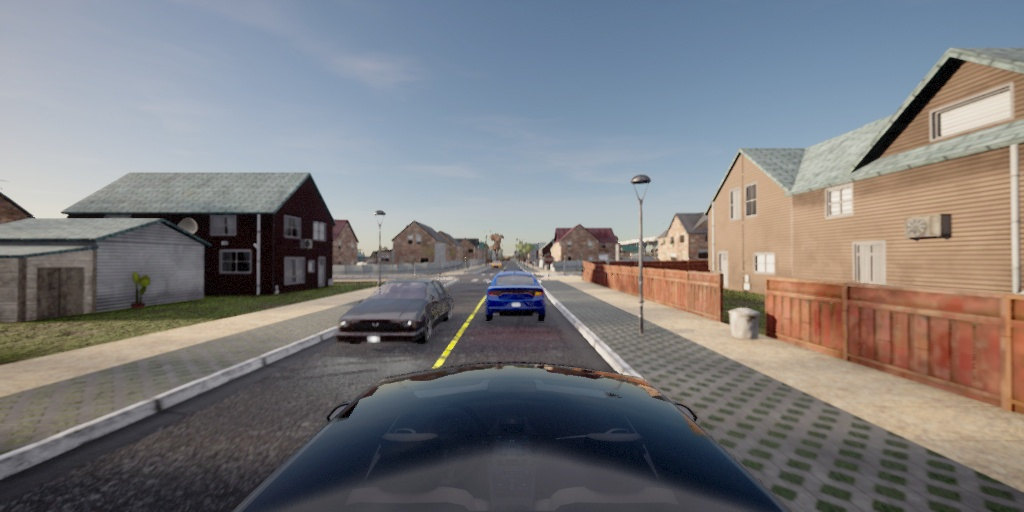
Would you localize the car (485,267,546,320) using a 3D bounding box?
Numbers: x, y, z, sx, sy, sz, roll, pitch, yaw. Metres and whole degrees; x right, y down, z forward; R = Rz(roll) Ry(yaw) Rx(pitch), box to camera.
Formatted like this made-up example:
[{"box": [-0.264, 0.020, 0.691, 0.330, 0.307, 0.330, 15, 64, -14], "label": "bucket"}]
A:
[{"box": [0.084, 1.312, 12.992, 1.882, 1.535, 5.008, 0, -1, -1], "label": "car"}]

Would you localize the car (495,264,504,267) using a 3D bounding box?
[{"box": [0.058, 1.480, 24.630, 1.994, 1.385, 4.181, 0, 0, 0], "label": "car"}]

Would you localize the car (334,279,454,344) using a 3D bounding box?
[{"box": [-2.856, 1.360, 10.074, 2.033, 1.411, 5.357, 0, 0, 0], "label": "car"}]
